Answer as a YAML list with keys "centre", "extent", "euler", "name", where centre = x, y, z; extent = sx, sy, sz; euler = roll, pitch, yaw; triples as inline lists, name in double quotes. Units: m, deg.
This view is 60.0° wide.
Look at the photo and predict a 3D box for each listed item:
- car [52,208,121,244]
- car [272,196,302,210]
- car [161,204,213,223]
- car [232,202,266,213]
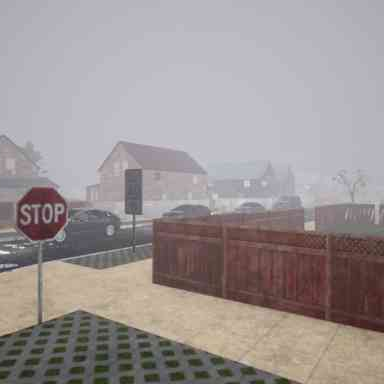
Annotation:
- centre: [-5.743, 1.572, 16.545]
  extent: [1.837, 1.490, 4.892]
  euler: [0, 0, 35]
  name: "car"
- centre: [11.896, 1.484, 41.279]
  extent: [2.150, 2.045, 5.566]
  euler: [0, 0, 35]
  name: "car"
- centre: [-0.289, 1.628, 24.213]
  extent: [1.837, 1.490, 4.892]
  euler: [0, 0, 36]
  name: "car"
- centre: [5.697, 1.715, 32.629]
  extent: [1.812, 1.442, 4.674]
  euler: [0, 0, 36]
  name: "car"
